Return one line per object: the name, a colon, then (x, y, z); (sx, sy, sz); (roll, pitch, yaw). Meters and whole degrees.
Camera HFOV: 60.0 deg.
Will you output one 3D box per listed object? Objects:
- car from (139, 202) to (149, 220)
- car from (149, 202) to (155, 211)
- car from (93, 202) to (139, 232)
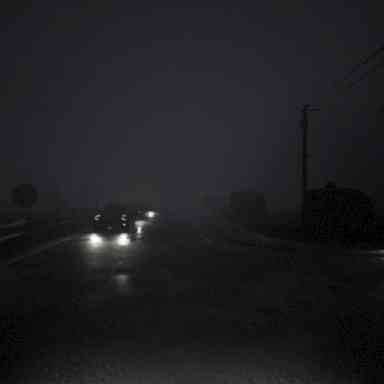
car: (-5.486, 1.753, 31.652); (1.882, 1.535, 5.008); (1, 0, -3)
car: (-6.305, 2.021, 46.699); (1.895, 1.301, 4.718); (1, -1, -3)
car: (-4.929, 1.531, 21.651); (2.097, 1.767, 4.553); (1, -1, -3)
